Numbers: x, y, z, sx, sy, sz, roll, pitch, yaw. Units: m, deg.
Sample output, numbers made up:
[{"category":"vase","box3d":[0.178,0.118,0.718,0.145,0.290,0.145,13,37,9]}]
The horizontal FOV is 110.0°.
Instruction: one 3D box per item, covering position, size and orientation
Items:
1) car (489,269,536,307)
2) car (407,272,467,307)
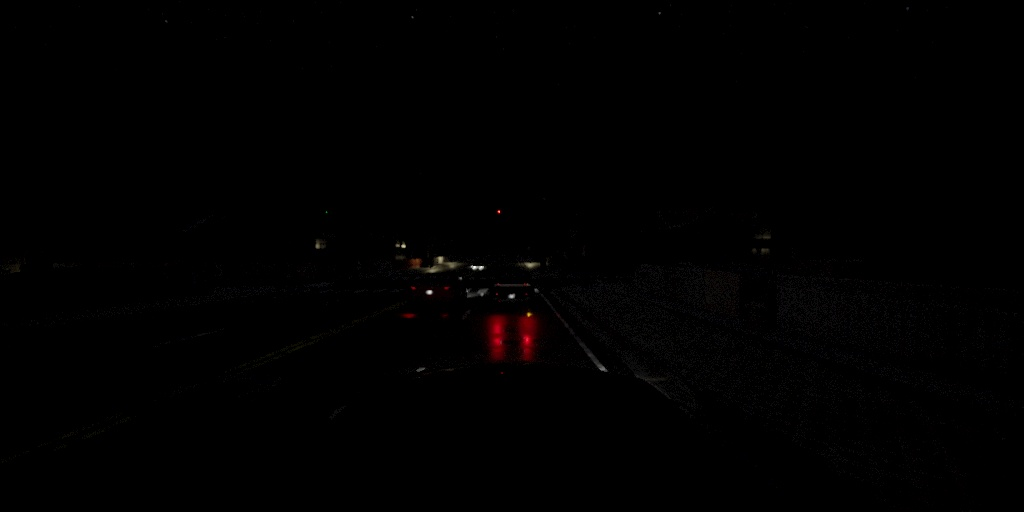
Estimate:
[{"category":"car","box3d":[0.036,1.338,16.135,2.128,1.511,4.902,0,0,1]},{"category":"car","box3d":[-3.245,1.409,16.137,1.994,1.385,4.181,0,0,0]}]
